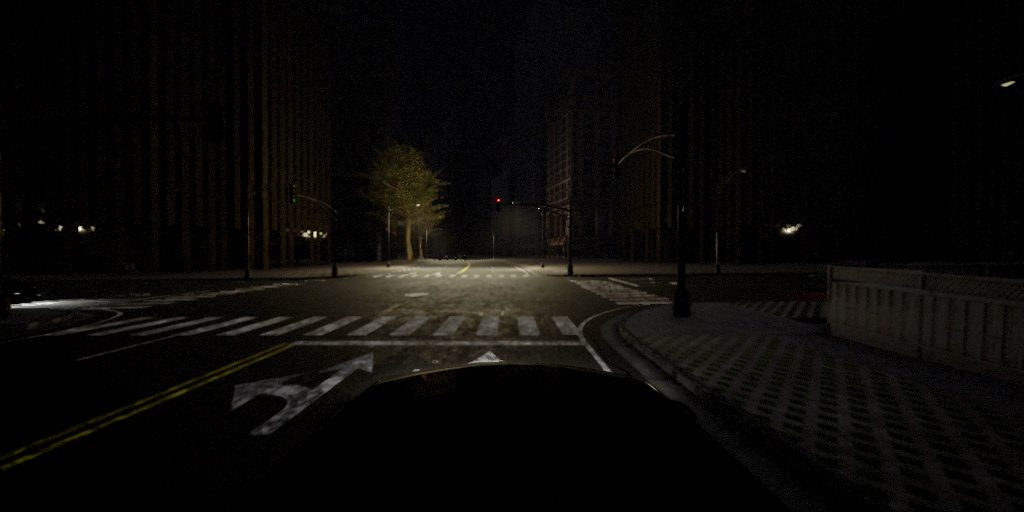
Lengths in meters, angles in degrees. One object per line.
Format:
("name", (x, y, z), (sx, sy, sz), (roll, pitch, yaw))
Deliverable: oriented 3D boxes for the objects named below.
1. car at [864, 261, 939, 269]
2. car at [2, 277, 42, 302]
("car", (16.721, 0.914, 15.282), (4.674, 1.442, 1.812), (-1, 1, 0))
("car", (-22.756, 1.402, 15.025), (4.181, 1.385, 1.994), (0, 1, 0))
